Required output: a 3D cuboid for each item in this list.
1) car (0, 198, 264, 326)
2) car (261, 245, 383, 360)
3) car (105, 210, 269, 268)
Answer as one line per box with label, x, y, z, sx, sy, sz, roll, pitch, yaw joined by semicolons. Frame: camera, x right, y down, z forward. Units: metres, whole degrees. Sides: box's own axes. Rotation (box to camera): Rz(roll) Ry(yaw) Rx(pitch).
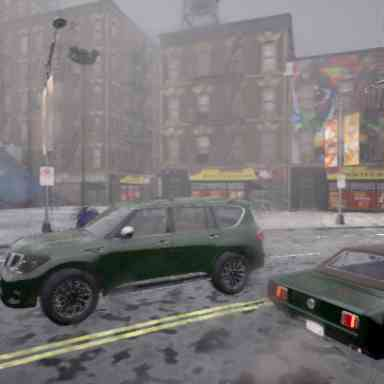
car;-0.958;1.165;7.225;5.566;2.045;2.150;0;0;-29
car;3.688;1.575;5.533;4.718;1.301;1.895;0;0;-26
car;-0.107;1.464;11.655;5.357;1.411;2.033;0;0;-26
